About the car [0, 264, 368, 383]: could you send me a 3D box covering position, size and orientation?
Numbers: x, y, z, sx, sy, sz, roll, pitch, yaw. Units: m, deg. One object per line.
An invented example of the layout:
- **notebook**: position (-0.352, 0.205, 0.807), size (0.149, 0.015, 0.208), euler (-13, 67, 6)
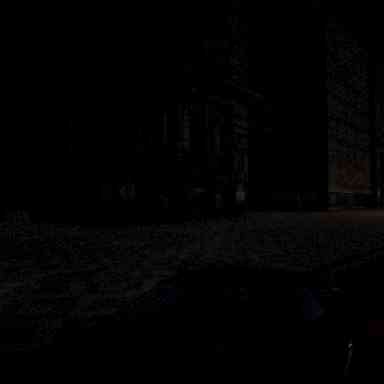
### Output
- **car**: position (0.384, 1.659, 3.859), size (2.033, 1.411, 5.357), euler (-2, -2, 43)
